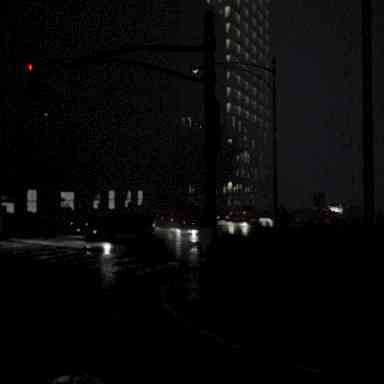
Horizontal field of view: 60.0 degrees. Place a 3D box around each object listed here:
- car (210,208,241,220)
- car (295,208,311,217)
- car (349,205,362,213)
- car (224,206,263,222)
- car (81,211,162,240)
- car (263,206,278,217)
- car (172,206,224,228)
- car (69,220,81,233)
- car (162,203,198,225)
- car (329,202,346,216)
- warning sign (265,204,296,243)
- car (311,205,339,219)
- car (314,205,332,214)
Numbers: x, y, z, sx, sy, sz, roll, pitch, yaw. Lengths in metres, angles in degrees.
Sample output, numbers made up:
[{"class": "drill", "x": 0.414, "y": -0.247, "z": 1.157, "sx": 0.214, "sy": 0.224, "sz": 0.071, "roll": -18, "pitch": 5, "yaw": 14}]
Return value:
[{"class": "car", "x": 4.145, "y": 2.687, "z": 40.749, "sx": 1.895, "sy": 1.301, "sz": 4.718, "roll": -1, "pitch": -2, "yaw": 31}, {"class": "car", "x": 16.161, "y": 2.885, "z": 47.498, "sx": 1.895, "sy": 1.301, "sz": 4.718, "roll": -1, "pitch": -2, "yaw": 32}, {"class": "car", "x": 31.994, "y": 3.284, "z": 65.028, "sx": 1.812, "sy": 1.442, "sz": 4.674, "roll": -1, "pitch": -2, "yaw": 32}, {"class": "car", "x": 5.869, "y": 2.356, "z": 37.362, "sx": 2.097, "sy": 1.767, "sz": 4.553, "roll": -1, "pitch": -2, "yaw": 32}, {"class": "car", "x": -4.252, "y": 2.067, "z": 20.945, "sx": 1.837, "sy": 1.490, "sz": 4.892, "roll": -1, "pitch": -2, "yaw": 32}, {"class": "car", "x": 11.219, "y": 2.727, "z": 45.979, "sx": 2.128, "sy": 1.511, "sz": 4.902, "roll": -1, "pitch": -2, "yaw": 32}, {"class": "car", "x": 0.640, "y": 2.281, "z": 28.883, "sx": 1.837, "sy": 1.490, "sz": 4.892, "roll": -1, "pitch": -2, "yaw": 32}, {"class": "car", "x": -6.327, "y": 2.231, "z": 23.766, "sx": 1.895, "sy": 1.301, "sz": 4.718, "roll": -1, "pitch": -2, "yaw": 32}, {"class": "car", "x": -1.206, "y": 2.075, "z": 32.088, "sx": 2.150, "sy": 2.045, "sz": 5.566, "roll": -1, "pitch": -2, "yaw": 32}, {"class": "car", "x": 22.694, "y": 2.636, "z": 52.106, "sx": 2.150, "sy": 2.045, "sz": 5.566, "roll": -1, "pitch": -2, "yaw": 32}, {"class": "warning sign", "x": 4.614, "y": 1.605, "z": 17.293, "sx": 1.300, "sy": 1.860, "sz": 1.060, "roll": 0, "pitch": 0, "yaw": 32}, {"class": "car", "x": 17.458, "y": 2.787, "z": 43.508, "sx": 1.895, "sy": 1.301, "sz": 4.718, "roll": -1, "pitch": -2, "yaw": 32}, {"class": "car", "x": 23.177, "y": 3.134, "z": 58.894, "sx": 2.033, "sy": 1.411, "sz": 5.357, "roll": -1, "pitch": -2, "yaw": 32}]
